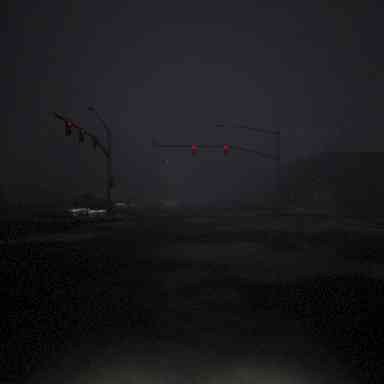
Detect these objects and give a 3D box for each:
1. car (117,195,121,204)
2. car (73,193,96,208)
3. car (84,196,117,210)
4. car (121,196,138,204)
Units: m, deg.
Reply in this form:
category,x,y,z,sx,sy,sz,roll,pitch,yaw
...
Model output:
category,x,y,z,sx,sy,sz,roll,pitch,yaw
car,-14.996,1.352,65.902,2.097,1.767,4.553,0,0,1
car,-15.082,1.221,47.420,2.150,2.045,5.566,0,0,0
car,-11.586,1.547,42.522,2.033,1.411,5.357,0,0,0
car,-11.526,1.477,62.878,1.882,1.535,5.008,0,0,0
